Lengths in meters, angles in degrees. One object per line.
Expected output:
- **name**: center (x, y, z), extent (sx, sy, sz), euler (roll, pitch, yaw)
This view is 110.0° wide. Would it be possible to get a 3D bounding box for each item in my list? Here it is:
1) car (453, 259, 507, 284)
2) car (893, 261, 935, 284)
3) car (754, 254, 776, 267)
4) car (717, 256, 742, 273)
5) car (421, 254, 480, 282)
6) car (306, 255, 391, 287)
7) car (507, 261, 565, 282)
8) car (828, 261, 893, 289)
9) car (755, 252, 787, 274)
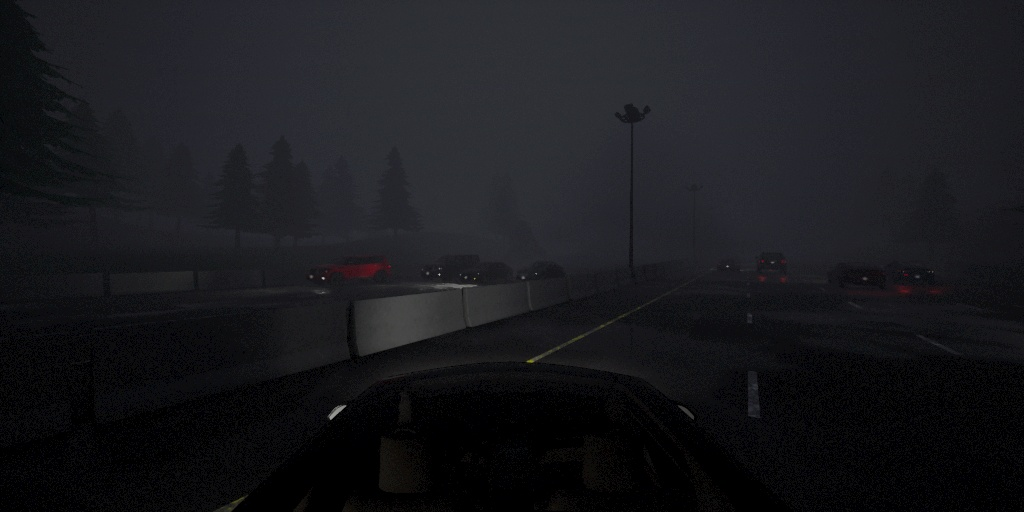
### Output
- **car**: center (-1.776, 1.176, 26.064), extent (1.837, 1.490, 4.892), euler (0, 1, 33)
- **car**: center (26.579, 1.057, 24.294), extent (1.812, 1.442, 4.674), euler (0, 1, 33)
- **car**: center (33.007, 0.583, 46.882), extent (2.128, 1.511, 4.902), euler (0, 1, 33)
- **car**: center (22.280, 0.956, 36.899), extent (1.994, 1.385, 4.181), euler (0, 1, 33)
- **car**: center (-4.574, 0.889, 28.183), extent (2.150, 2.045, 5.566), euler (0, 0, 33)
- **car**: center (-11.032, 0.928, 24.719), extent (2.150, 2.045, 5.566), euler (0, 0, 33)
- **car**: center (2.078, 1.151, 25.556), extent (2.128, 1.511, 4.902), euler (0, 1, 33)
- **car**: center (20.675, 1.078, 21.667), extent (1.882, 1.535, 5.008), euler (0, 0, 33)
- **car**: center (24.828, 0.628, 34.398), extent (2.150, 2.045, 5.566), euler (0, 1, 33)
